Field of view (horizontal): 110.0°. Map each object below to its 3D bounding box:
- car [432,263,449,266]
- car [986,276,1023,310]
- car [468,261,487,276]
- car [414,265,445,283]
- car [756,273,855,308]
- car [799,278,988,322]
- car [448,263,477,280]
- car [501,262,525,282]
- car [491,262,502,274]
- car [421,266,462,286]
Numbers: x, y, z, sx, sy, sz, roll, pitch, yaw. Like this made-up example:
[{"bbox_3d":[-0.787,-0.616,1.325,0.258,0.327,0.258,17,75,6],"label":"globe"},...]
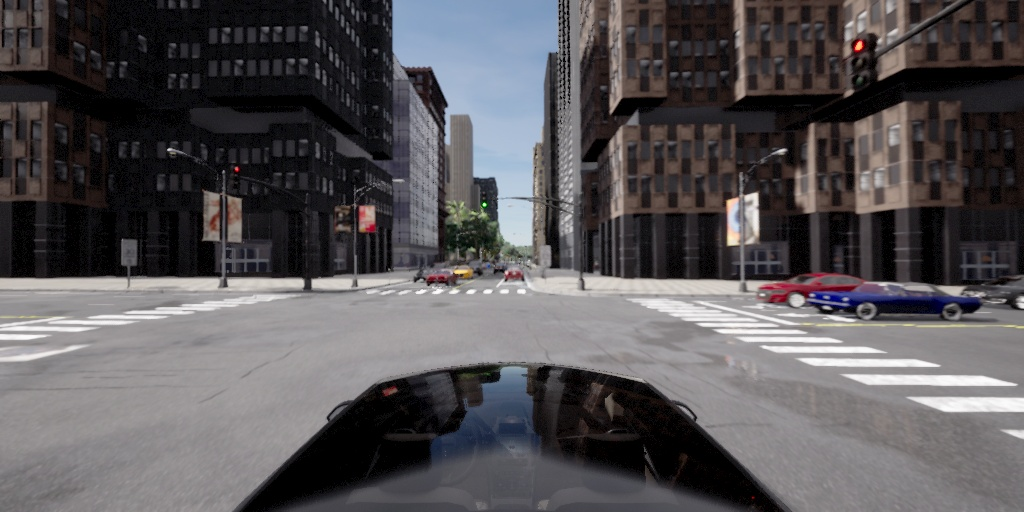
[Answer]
[{"bbox_3d":[-8.162,1.683,40.485,2.192,1.841,5.009,0,0,1],"label":"car"},{"bbox_3d":[23.550,1.631,16.340,4.892,1.490,1.837,0,-1,1],"label":"car"},{"bbox_3d":[-5.312,1.730,50.565,2.150,2.045,5.566,0,-1,2],"label":"car"},{"bbox_3d":[-8.260,1.848,35.061,1.948,1.339,4.313,0,0,1],"label":"car"},{"bbox_3d":[14.060,1.541,16.527,5.008,1.535,1.882,0,-1,1],"label":"car"},{"bbox_3d":[13.862,1.624,13.273,4.718,1.301,1.895,0,-1,1],"label":"car"},{"bbox_3d":[-5.504,1.821,40.226,1.882,1.535,5.008,0,-1,1],"label":"car"},{"bbox_3d":[0.263,1.654,34.905,1.967,1.591,4.097,0,0,1],"label":"car"},{"bbox_3d":[-1.970,2.116,58.812,1.837,1.490,4.892,0,-3,1],"label":"car"},{"bbox_3d":[-5.725,1.780,29.833,1.895,1.301,4.718,0,-1,2],"label":"car"}]
